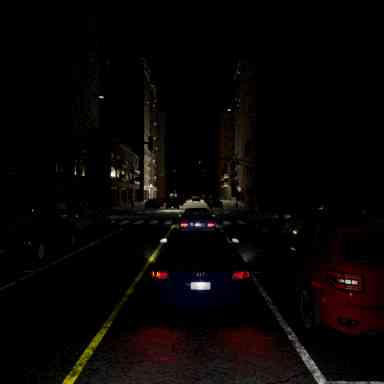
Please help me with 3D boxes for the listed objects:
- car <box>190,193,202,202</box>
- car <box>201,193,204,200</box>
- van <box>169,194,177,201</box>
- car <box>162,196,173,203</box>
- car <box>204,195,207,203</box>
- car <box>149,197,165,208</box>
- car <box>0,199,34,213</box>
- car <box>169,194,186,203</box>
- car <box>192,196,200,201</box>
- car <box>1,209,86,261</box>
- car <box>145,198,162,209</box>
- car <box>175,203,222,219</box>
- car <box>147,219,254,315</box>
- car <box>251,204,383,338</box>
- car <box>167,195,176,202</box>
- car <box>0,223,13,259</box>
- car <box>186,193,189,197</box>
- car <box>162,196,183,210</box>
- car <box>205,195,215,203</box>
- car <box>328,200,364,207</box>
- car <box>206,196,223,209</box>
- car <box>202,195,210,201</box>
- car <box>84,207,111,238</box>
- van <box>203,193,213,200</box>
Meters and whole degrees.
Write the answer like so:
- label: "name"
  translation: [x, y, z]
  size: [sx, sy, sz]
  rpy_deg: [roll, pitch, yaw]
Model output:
- label: "car"
  translation: [0.946, 1.564, 74.185]
  size: [2.033, 1.411, 5.357]
  rpy_deg: [0, 0, 1]
- label: "car"
  translation: [3.527, 1.335, 67.500]
  size: [2.192, 1.841, 5.009]
  rpy_deg: [1, 0, 1]
- label: "van"
  translation: [-4.783, 1.371, 84.633]
  size: [1.690, 1.788, 3.998]
  rpy_deg: [1, 0, 1]
- label: "car"
  translation: [-5.001, 1.601, 67.616]
  size: [1.802, 1.307, 4.206]
  rpy_deg: [1, 0, 1]
- label: "car"
  translation: [3.380, 1.596, 56.155]
  size: [1.802, 1.307, 4.206]
  rpy_deg: [1, 0, 1]
- label: "car"
  translation: [-5.217, 1.557, 50.599]
  size: [1.887, 1.381, 4.507]
  rpy_deg: [1, 0, 1]
- label: "car"
  translation: [-16.425, 1.341, 29.229]
  size: [4.902, 1.511, 2.128]
  rpy_deg: [1, -1, 1]
- label: "car"
  translation: [-2.406, 1.491, 54.499]
  size: [1.882, 1.535, 5.008]
  rpy_deg: [0, 0, 1]
- label: "car"
  translation: [1.070, 1.626, 84.884]
  size: [1.895, 1.301, 4.718]
  rpy_deg: [0, 0, 1]
- label: "car"
  translation: [-5.703, 1.547, 12.284]
  size: [1.887, 1.381, 4.507]
  rpy_deg: [1, 0, 1]
- label: "car"
  translation: [-5.289, 1.555, 44.926]
  size: [1.887, 1.381, 4.507]
  rpy_deg: [1, 0, 1]
- label: "car"
  translation: [0.268, 1.551, 17.732]
  size: [2.033, 1.411, 5.357]
  rpy_deg: [0, 0, 0]
- label: "car"
  translation: [0.175, 1.566, 7.668]
  size: [1.994, 1.385, 4.181]
  rpy_deg: [0, 0, 1]
- label: "car"
  translation: [2.753, 1.316, 6.543]
  size: [2.192, 1.841, 5.009]
  rpy_deg: [1, 0, 1]
- label: "car"
  translation: [-4.855, 1.466, 78.961]
  size: [1.967, 1.590, 4.097]
  rpy_deg: [1, 0, 1]
- label: "car"
  translation: [-5.777, 1.526, 6.490]
  size: [1.752, 1.417, 4.829]
  rpy_deg: [1, 0, 1]
- label: "car"
  translation: [-2.227, 1.370, 64.916]
  size: [2.097, 1.767, 4.553]
  rpy_deg: [0, 0, 1]
- label: "car"
  translation: [-2.587, 1.558, 44.536]
  size: [2.033, 1.411, 5.357]
  rpy_deg: [0, 0, -3]
- label: "car"
  translation: [3.308, 1.594, 50.482]
  size: [1.802, 1.307, 4.206]
  rpy_deg: [1, 0, 1]
- label: "car"
  translation: [13.988, 1.503, 31.876]
  size: [4.553, 1.767, 2.097]
  rpy_deg: [0, -1, 1]
- label: "car"
  translation: [3.236, 1.593, 44.809]
  size: [1.802, 1.307, 4.206]
  rpy_deg: [1, 0, 1]
- label: "car"
  translation: [3.812, 1.599, 90.192]
  size: [1.947, 1.339, 4.313]
  rpy_deg: [1, 0, 1]
- label: "car"
  translation: [-5.634, 1.529, 17.739]
  size: [1.752, 1.417, 4.829]
  rpy_deg: [1, 0, 1]
- label: "van"
  translation: [3.454, 1.358, 61.828]
  size: [1.690, 1.788, 3.998]
  rpy_deg: [1, 0, 1]
